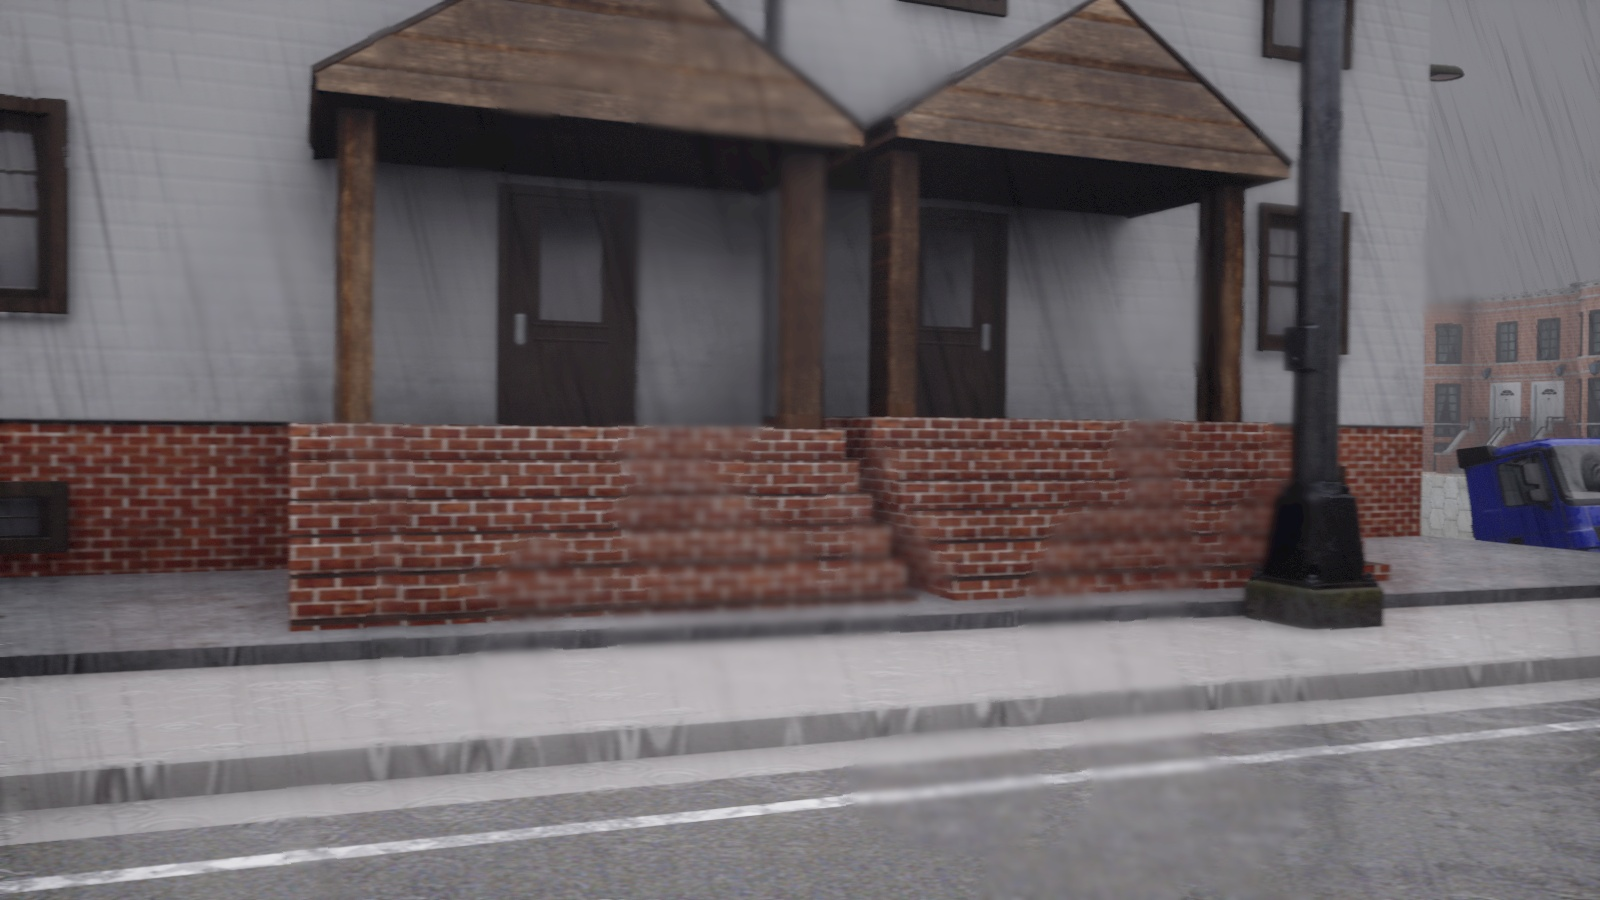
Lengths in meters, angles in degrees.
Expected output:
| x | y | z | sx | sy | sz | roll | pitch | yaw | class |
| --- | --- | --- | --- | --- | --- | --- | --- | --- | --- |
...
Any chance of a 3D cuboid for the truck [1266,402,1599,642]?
| x | y | z | sx | sy | sz | roll | pitch | yaw | class |
| --- | --- | --- | --- | --- | --- | --- | --- | --- | --- |
| 13.541 | 1.690 | 25.223 | 2.891 | 3.462 | 7.936 | -2 | -12 | -21 | truck |
